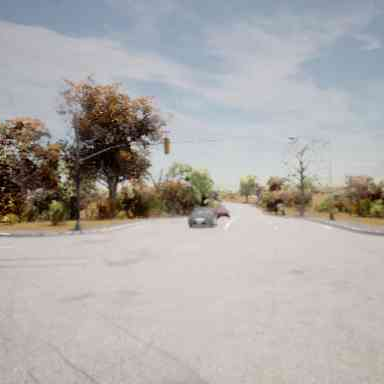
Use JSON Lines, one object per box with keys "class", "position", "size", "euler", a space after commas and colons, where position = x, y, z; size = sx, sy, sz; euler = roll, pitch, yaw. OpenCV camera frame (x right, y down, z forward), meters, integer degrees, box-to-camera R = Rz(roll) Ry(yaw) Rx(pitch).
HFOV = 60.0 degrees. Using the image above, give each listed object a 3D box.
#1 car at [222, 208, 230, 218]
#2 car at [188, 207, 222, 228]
{"class": "car", "position": [4.737, 3.187, 50.407], "size": [1.882, 1.535, 5.008], "euler": [-1, -4, 9]}
{"class": "car", "position": [0.888, 1.907, 25.468], "size": [2.128, 1.511, 4.902], "euler": [-1, -2, 9]}
